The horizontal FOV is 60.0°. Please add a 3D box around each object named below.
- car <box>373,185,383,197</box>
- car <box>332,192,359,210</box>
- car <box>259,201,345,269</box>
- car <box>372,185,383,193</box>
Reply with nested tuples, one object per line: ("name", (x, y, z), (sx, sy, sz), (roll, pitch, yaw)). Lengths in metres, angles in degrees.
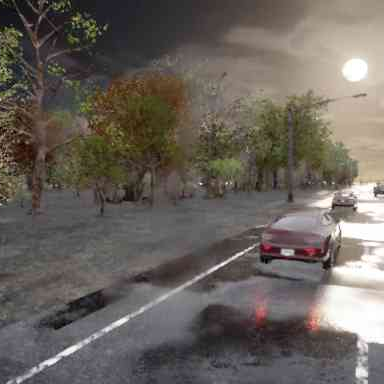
("car", (27.641, -0.250, 48.326), (2.097, 1.767, 4.553), (0, 2, 28))
("car", (12.672, 0.671, 27.575), (2.033, 1.411, 5.357), (0, 2, 28))
("car", (3.384, 1.219, 10.055), (1.812, 1.442, 4.674), (0, 2, 28))
("car", (36.281, -0.596, 64.833), (2.033, 1.411, 5.357), (0, 2, 28))
